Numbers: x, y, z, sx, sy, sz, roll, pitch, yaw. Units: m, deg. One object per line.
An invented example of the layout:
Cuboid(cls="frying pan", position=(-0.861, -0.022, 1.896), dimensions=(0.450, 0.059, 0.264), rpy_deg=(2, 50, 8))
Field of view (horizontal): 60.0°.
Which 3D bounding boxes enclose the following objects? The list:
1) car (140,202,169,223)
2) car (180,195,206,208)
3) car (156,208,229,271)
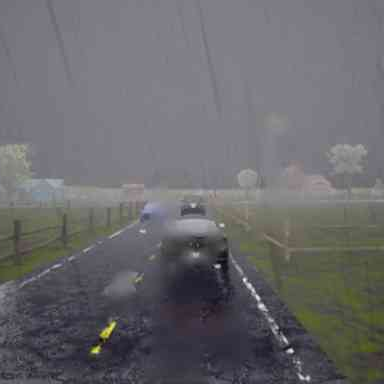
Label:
Cuboid(cls="car", position=(-2.847, 1.527, 26.116), dimensions=(1.882, 1.535, 5.008), rpy_deg=(0, 0, 0))
Cuboid(cls="car", position=(0.100, 1.280, 30.448), dimensions=(2.150, 2.045, 5.566), rpy_deg=(0, 0, 0))
Cuboid(cls="car", position=(0.092, 1.497, 11.039), dimensions=(1.882, 1.535, 5.008), rpy_deg=(0, 0, 0))
